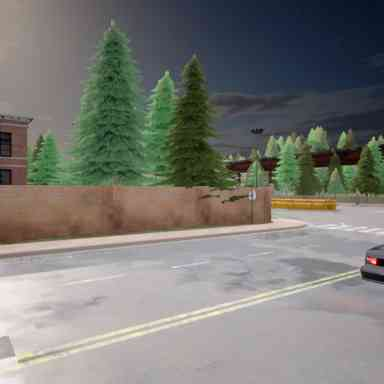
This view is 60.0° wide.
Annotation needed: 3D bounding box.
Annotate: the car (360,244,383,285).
[{"bbox_3d":[6.300,1.547,8.225,5.357,1.411,2.033,0,0,-35],"label":"car"}]
